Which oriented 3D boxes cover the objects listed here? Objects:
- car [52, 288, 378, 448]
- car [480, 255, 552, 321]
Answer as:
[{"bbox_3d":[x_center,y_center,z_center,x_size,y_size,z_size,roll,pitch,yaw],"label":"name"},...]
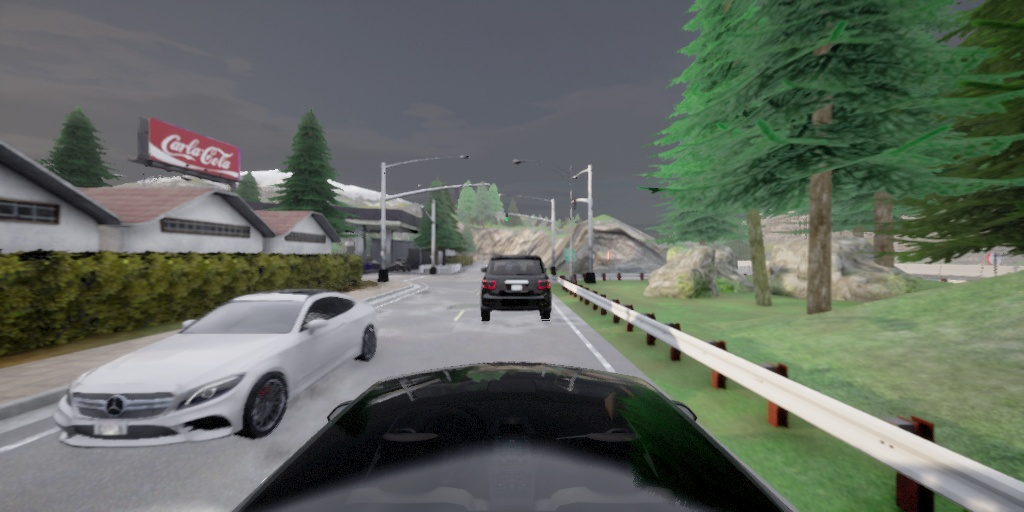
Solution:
[{"bbox_3d":[-3.601,1.281,5.543,1.812,1.442,4.674,0,0,0],"label":"car"},{"bbox_3d":[0.079,0.983,12.676,2.150,2.045,5.566,0,0,-1],"label":"car"}]
